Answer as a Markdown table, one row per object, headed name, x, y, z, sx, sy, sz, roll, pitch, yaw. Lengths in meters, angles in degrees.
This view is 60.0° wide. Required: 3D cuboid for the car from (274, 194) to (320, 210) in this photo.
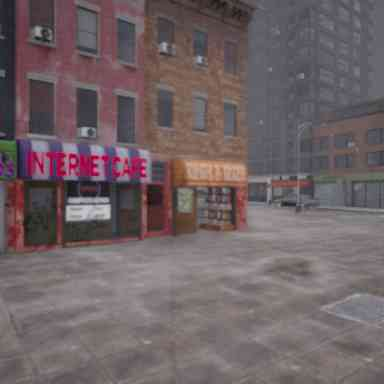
| name | x | y | z | sx | sy | sz | roll | pitch | yaw |
| --- | --- | --- | --- | --- | --- | --- | --- | --- | --- |
| car | 10.618 | 0.990 | 33.947 | 2.128 | 1.511 | 4.902 | 0 | 1 | -35 |
